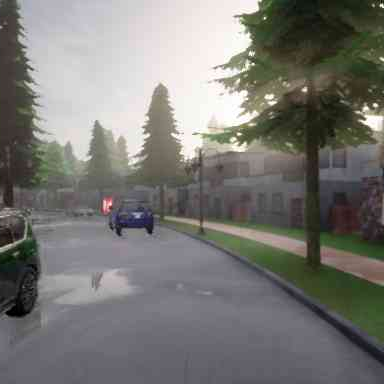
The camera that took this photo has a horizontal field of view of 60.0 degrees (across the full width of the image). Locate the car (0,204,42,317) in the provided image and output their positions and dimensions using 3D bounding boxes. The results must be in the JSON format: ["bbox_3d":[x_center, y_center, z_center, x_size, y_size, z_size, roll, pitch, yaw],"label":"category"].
[{"bbox_3d":[-4.002,1.303,4.712,2.150,2.045,5.566,0,-1,-6],"label":"car"}]

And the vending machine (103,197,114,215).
[{"bbox_3d":[-10.152,1.720,40.467,1.100,2.100,0.880,0,-1,-38],"label":"vending machine"}]

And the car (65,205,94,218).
[{"bbox_3d":[-12.576,2.102,36.915,1.895,1.301,4.718,0,-1,-36],"label":"car"}]

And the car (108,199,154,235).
[{"bbox_3d":[-3.922,1.485,20.986,2.150,2.045,5.566,0,-1,-20],"label":"car"}]

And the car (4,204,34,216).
[{"bbox_3d":[-22.035,2.225,42.193,4.718,1.301,1.895,-1,-1,43],"label":"car"}]
